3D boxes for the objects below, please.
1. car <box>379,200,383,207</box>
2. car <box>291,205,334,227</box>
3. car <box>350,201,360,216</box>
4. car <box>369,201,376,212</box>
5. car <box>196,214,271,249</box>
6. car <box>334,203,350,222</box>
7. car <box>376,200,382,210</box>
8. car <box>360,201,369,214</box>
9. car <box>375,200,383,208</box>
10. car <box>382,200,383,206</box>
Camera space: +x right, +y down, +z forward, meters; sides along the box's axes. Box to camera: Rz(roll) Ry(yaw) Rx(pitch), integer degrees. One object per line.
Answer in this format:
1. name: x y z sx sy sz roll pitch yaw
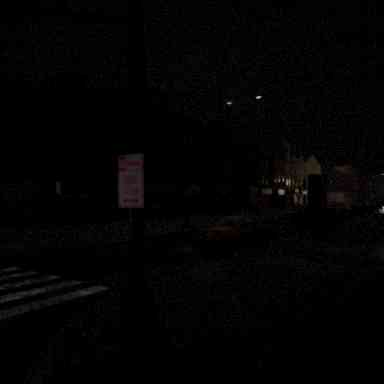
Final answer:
1. car: 38.179 2.185 65.268 1.887 1.381 4.507 -2 -2 36
2. car: 8.565 1.765 24.202 1.947 1.339 4.313 -2 -1 36
3. car: 15.146 1.854 33.327 1.802 1.307 4.206 -2 -2 36
4. car: 21.724 1.800 42.457 1.967 1.590 4.097 -2 -2 36
5. car: 2.082 1.665 15.214 1.752 1.417 4.829 -2 -1 36
6. car: 11.855 1.785 28.765 2.008 1.369 4.403 -2 -2 36
7. car: 25.017 1.960 47.017 2.008 1.369 4.403 -2 -2 36
8. car: 18.436 1.859 37.891 1.887 1.381 4.507 -2 -2 36
9. car: 34.890 2.129 60.706 2.008 1.369 4.403 -2 -2 36
10. car: 28.308 2.012 51.580 2.008 1.369 4.403 -2 -2 36
